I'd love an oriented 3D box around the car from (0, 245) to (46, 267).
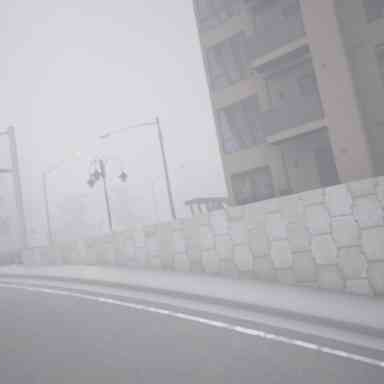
[{"bbox_3d":[-14.808,5.712,30.045,1.837,1.490,4.892,-15,-7,35],"label":"car"}]
